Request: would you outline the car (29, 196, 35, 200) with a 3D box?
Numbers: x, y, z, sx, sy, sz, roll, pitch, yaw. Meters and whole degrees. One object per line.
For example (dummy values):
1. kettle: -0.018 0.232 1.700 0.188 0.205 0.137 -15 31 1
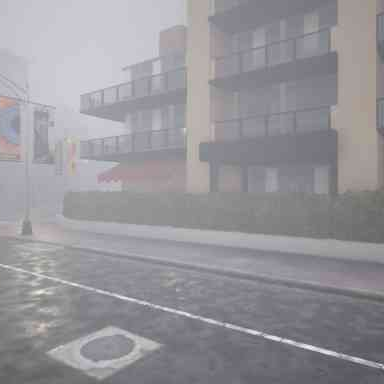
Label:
1. car: -36.054 1.481 72.144 4.892 1.521 2.231 0 0 36
